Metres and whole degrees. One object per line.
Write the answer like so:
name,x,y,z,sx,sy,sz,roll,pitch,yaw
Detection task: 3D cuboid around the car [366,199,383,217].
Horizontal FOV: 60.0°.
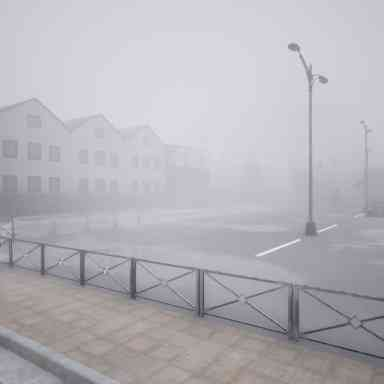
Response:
car,15.339,1.298,26.865,2.007,1.523,4.514,0,0,35
